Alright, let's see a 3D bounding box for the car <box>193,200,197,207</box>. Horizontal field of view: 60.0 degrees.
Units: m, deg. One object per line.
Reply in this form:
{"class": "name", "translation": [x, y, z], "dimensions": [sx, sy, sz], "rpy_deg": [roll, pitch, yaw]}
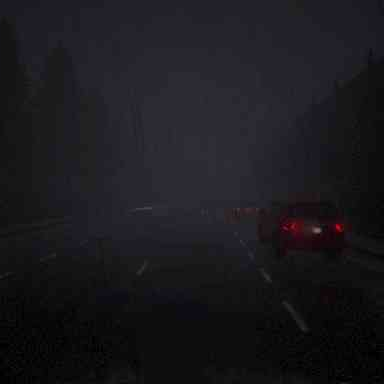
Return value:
{"class": "car", "translation": [2.021, 1.656, 54.280], "dimensions": [2.128, 1.511, 4.902], "rpy_deg": [0, 0, 37]}

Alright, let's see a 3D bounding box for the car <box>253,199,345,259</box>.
{"class": "car", "translation": [4.031, 1.302, 13.118], "dimensions": [2.150, 2.045, 5.566], "rpy_deg": [1, 0, 2]}

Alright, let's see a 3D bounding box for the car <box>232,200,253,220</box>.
{"class": "car", "translation": [4.665, 1.482, 29.127], "dimensions": [2.097, 1.767, 4.553], "rpy_deg": [1, 0, 3]}

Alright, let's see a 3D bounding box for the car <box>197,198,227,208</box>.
{"class": "car", "translation": [3.496, 1.719, 50.520], "dimensions": [2.033, 1.411, 5.357], "rpy_deg": [1, 0, 33]}
